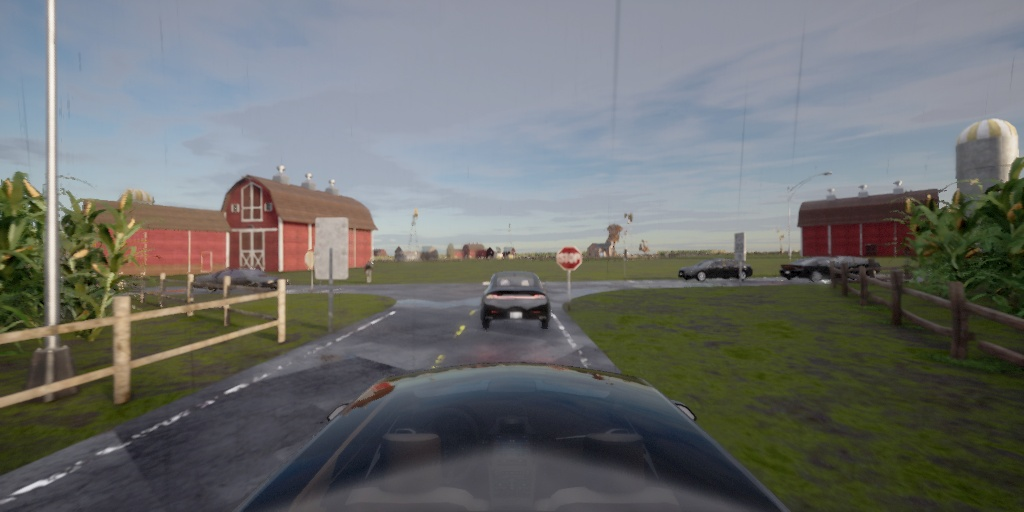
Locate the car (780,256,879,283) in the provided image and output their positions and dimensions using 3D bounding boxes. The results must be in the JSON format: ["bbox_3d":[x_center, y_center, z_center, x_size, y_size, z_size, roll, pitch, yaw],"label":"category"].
[{"bbox_3d":[19.635,0.824,22.564,5.008,1.535,1.882,-1,0,-5],"label":"car"}]

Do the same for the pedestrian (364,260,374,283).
[{"bbox_3d":[-11.216,1.187,28.051,0.375,1.860,0.375,0,1,4],"label":"pedestrian"}]

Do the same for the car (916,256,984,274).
[{"bbox_3d":[33.957,0.656,27.350,5.357,1.411,2.033,-1,0,-10],"label":"car"}]

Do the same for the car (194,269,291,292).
[{"bbox_3d":[-16.963,1.500,22.596,5.357,1.411,2.033,-1,0,6],"label":"car"}]

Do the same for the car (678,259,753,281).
[{"bbox_3d":[14.169,0.961,25.128,4.892,1.490,1.837,-1,0,-4],"label":"car"}]

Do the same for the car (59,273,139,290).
[{"bbox_3d":[-27.581,1.653,23.863,4.674,1.442,1.812,-1,-1,8],"label":"car"}]

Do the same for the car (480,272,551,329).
[{"bbox_3d":[0.077,1.224,11.171,2.128,1.511,4.902,0,0,-1],"label":"car"}]
